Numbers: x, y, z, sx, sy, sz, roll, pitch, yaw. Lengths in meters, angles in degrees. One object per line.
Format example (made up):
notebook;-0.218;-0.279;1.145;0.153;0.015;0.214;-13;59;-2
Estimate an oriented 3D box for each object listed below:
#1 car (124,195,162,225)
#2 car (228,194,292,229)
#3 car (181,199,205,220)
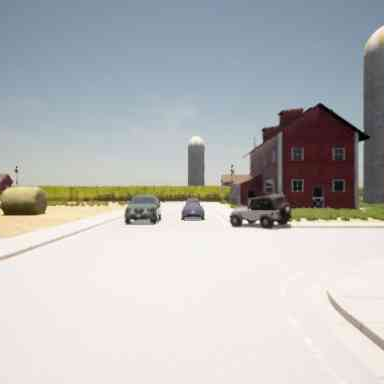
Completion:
car;-3.536;1.241;24.944;2.150;2.045;5.566;0;0;1
car;4.161;1.158;20.450;1.905;1.878;3.866;-8;3;-42
car;0.091;1.584;28.802;1.994;1.385;4.181;0;0;0
